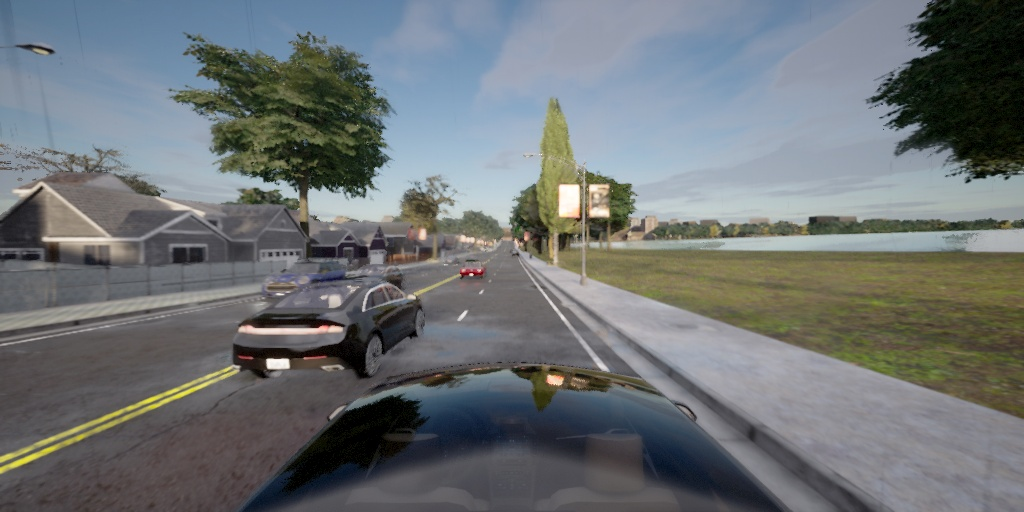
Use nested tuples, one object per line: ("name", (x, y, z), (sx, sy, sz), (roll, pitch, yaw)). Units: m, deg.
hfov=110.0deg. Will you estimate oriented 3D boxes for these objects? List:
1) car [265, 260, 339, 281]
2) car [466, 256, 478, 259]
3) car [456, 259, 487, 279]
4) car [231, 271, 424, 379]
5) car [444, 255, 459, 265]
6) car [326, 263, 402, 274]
("car", (-9.849, 1.038, 17.479), (2.097, 1.767, 4.553), (0, 0, 0))
("car", (-6.544, 0.705, 58.858), (1.895, 1.301, 4.718), (0, 1, 1))
("car", (-3.150, 1.151, 30.066), (1.895, 1.301, 4.718), (0, 1, 0))
("car", (-3.149, 1.232, 7.251), (2.128, 1.511, 4.902), (0, 0, 0))
("car", (-9.798, 0.630, 58.864), (1.812, 1.442, 4.674), (0, 1, 1))
("car", (-6.599, 1.178, 17.427), (2.128, 1.511, 4.902), (0, 0, 0))
